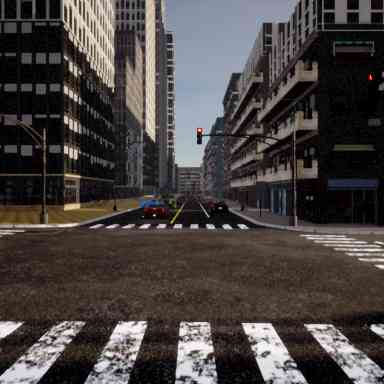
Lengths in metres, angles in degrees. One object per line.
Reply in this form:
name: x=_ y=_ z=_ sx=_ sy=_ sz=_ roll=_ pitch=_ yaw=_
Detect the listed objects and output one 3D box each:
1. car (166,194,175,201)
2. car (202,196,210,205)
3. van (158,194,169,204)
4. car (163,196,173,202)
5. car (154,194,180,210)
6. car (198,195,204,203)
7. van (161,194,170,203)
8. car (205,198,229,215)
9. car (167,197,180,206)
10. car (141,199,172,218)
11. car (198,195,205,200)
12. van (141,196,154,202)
car: x=-5.665 y=1.336 z=88.986 sx=2.192 sy=1.841 sz=5.009 roll=0 pitch=0 yaw=0
car: x=2.701 y=1.549 z=43.749 sx=1.887 sy=1.381 sz=4.507 roll=0 pitch=0 yaw=0
van: x=-5.673 y=1.353 z=66.367 sx=1.690 sy=1.788 sz=3.998 roll=0 pitch=0 yaw=0
car: x=-5.668 y=1.567 z=77.676 sx=2.008 sy=1.369 sz=4.403 roll=0 pitch=0 yaw=0
car: x=-3.091 y=1.229 z=42.269 sx=2.150 sy=2.045 sz=5.566 roll=0 pitch=0 yaw=0
car: x=2.707 y=1.560 z=60.712 sx=2.008 sy=1.369 sz=4.403 roll=0 pitch=0 yaw=0
van: x=-5.671 y=1.355 z=72.022 sx=1.690 sy=1.788 sz=3.998 roll=0 pitch=0 yaw=0
car: x=2.699 y=1.568 z=33.782 sx=1.947 sy=1.339 sz=4.313 roll=0 pitch=0 yaw=0
car: x=-3.055 y=1.571 z=55.156 sx=1.994 sy=1.385 sz=4.181 roll=0 pitch=0 yaw=0
car: x=-3.093 y=1.603 z=29.586 sx=1.895 sy=1.301 sz=4.718 roll=0 pitch=0 yaw=0
car: x=2.717 y=1.590 z=94.637 sx=1.947 sy=1.339 sz=4.313 roll=0 pitch=0 yaw=0
van: x=-5.680 y=1.346 z=43.751 sx=1.690 sy=1.788 sz=3.998 roll=0 pitch=0 yaw=0
